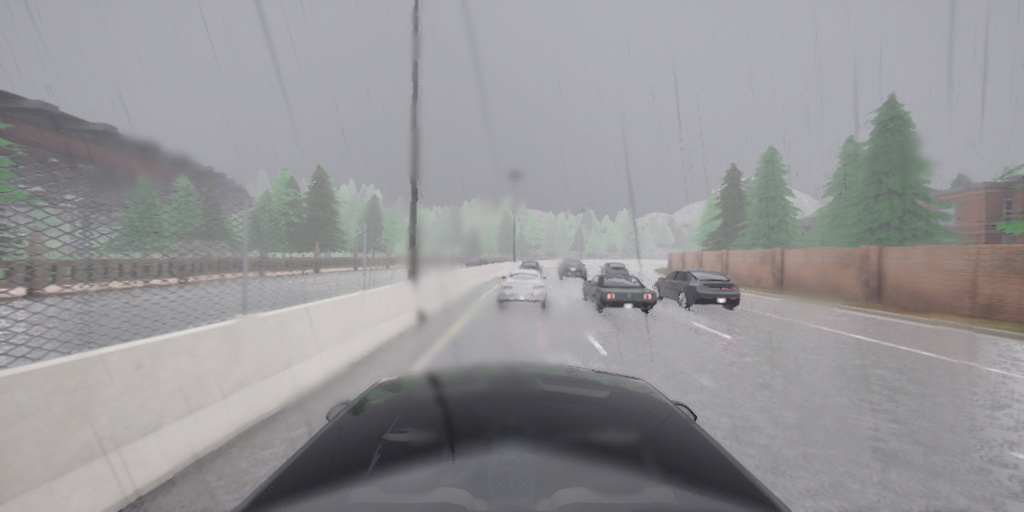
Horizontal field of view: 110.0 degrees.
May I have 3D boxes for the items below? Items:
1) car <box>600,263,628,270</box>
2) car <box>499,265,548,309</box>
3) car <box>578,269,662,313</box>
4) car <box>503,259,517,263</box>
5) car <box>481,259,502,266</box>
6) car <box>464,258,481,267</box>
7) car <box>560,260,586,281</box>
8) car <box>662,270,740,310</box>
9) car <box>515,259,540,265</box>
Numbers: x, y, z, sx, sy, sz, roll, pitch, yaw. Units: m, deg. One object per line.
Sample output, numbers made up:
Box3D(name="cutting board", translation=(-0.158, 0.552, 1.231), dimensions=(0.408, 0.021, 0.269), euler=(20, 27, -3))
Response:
Box3D(name="car", translation=(8.652, 1.290, 30.456), dimensions=(1.837, 1.490, 4.892), euler=(1, 1, 8))
Box3D(name="car", translation=(0.499, 1.247, 14.651), dimensions=(1.812, 1.442, 4.674), euler=(1, 0, 3))
Box3D(name="car", translation=(3.978, 1.369, 14.113), dimensions=(1.895, 1.301, 4.718), euler=(1, 0, 3))
Box3D(name="car", translation=(0.708, 1.131, 55.943), dimensions=(1.812, 1.442, 4.674), euler=(1, 0, 21))
Box3D(name="car", translation=(-2.638, 1.159, 56.969), dimensions=(1.895, 1.301, 4.718), euler=(1, 0, 21))
Box3D(name="car", translation=(-5.747, 1.059, 58.685), dimensions=(2.033, 1.411, 5.357), euler=(1, 0, 21))
Box3D(name="car", translation=(5.104, 1.088, 30.194), dimensions=(2.097, 1.767, 4.553), euler=(1, 0, 7))
Box3D(name="car", translation=(7.526, 1.317, 15.096), dimensions=(1.837, 1.490, 4.892), euler=(1, 0, 3))
Box3D(name="car", translation=(1.631, 1.196, 30.698), dimensions=(1.837, 1.490, 4.892), euler=(1, 1, 8))
